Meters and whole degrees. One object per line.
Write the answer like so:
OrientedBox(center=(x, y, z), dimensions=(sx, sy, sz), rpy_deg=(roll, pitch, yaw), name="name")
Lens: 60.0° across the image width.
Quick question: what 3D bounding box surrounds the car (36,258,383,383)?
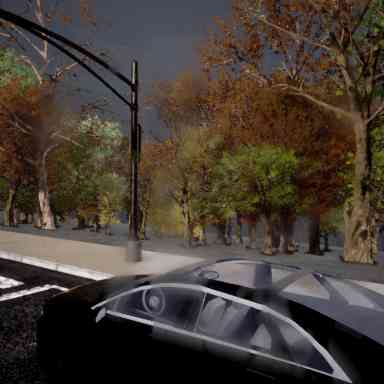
OrientedBox(center=(0.238, 1.491, 3.503), dimensions=(4.902, 1.511, 2.128), rpy_deg=(0, 0, 37), name="car")
